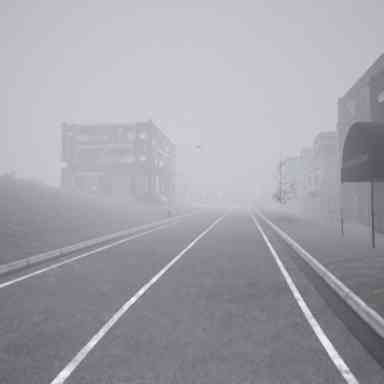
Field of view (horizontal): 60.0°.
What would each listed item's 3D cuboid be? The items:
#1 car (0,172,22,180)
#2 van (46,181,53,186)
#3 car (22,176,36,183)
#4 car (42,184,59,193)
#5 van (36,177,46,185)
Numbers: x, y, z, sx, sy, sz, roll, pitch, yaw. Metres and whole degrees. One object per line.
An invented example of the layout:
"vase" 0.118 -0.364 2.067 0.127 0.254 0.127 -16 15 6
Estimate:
"car" -26.721 -2.017 47.624 2.002 1.452 4.674 1 -3 -5
"van" -28.743 -1.242 64.236 1.878 1.987 4.442 1 -4 -8
"car" -27.289 -1.694 53.128 2.002 1.452 4.674 1 -3 -6
"car" -29.619 -0.614 69.596 2.163 1.488 4.792 1 -4 -9
"van" -27.953 -1.607 58.766 1.878 1.987 4.442 1 -4 -7
